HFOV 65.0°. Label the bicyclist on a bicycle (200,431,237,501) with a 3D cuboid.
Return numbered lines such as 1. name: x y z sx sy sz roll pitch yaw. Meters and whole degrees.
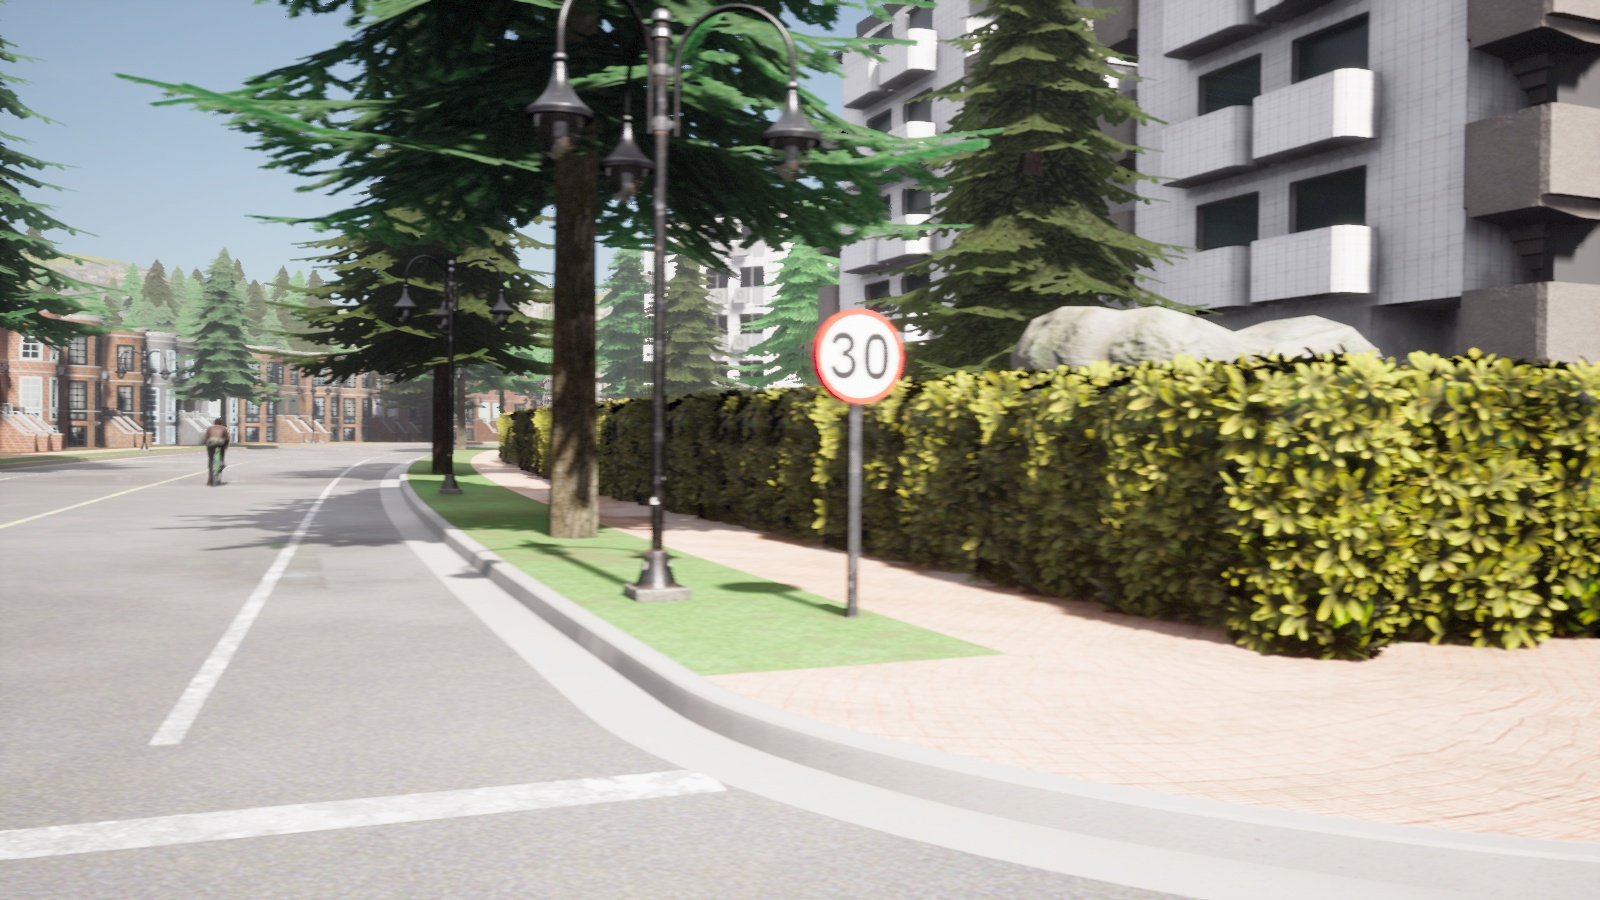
1. bicyclist on a bicycle: -14.000 0.371 30.275 0.582 1.620 1.656 -1 1 -18
